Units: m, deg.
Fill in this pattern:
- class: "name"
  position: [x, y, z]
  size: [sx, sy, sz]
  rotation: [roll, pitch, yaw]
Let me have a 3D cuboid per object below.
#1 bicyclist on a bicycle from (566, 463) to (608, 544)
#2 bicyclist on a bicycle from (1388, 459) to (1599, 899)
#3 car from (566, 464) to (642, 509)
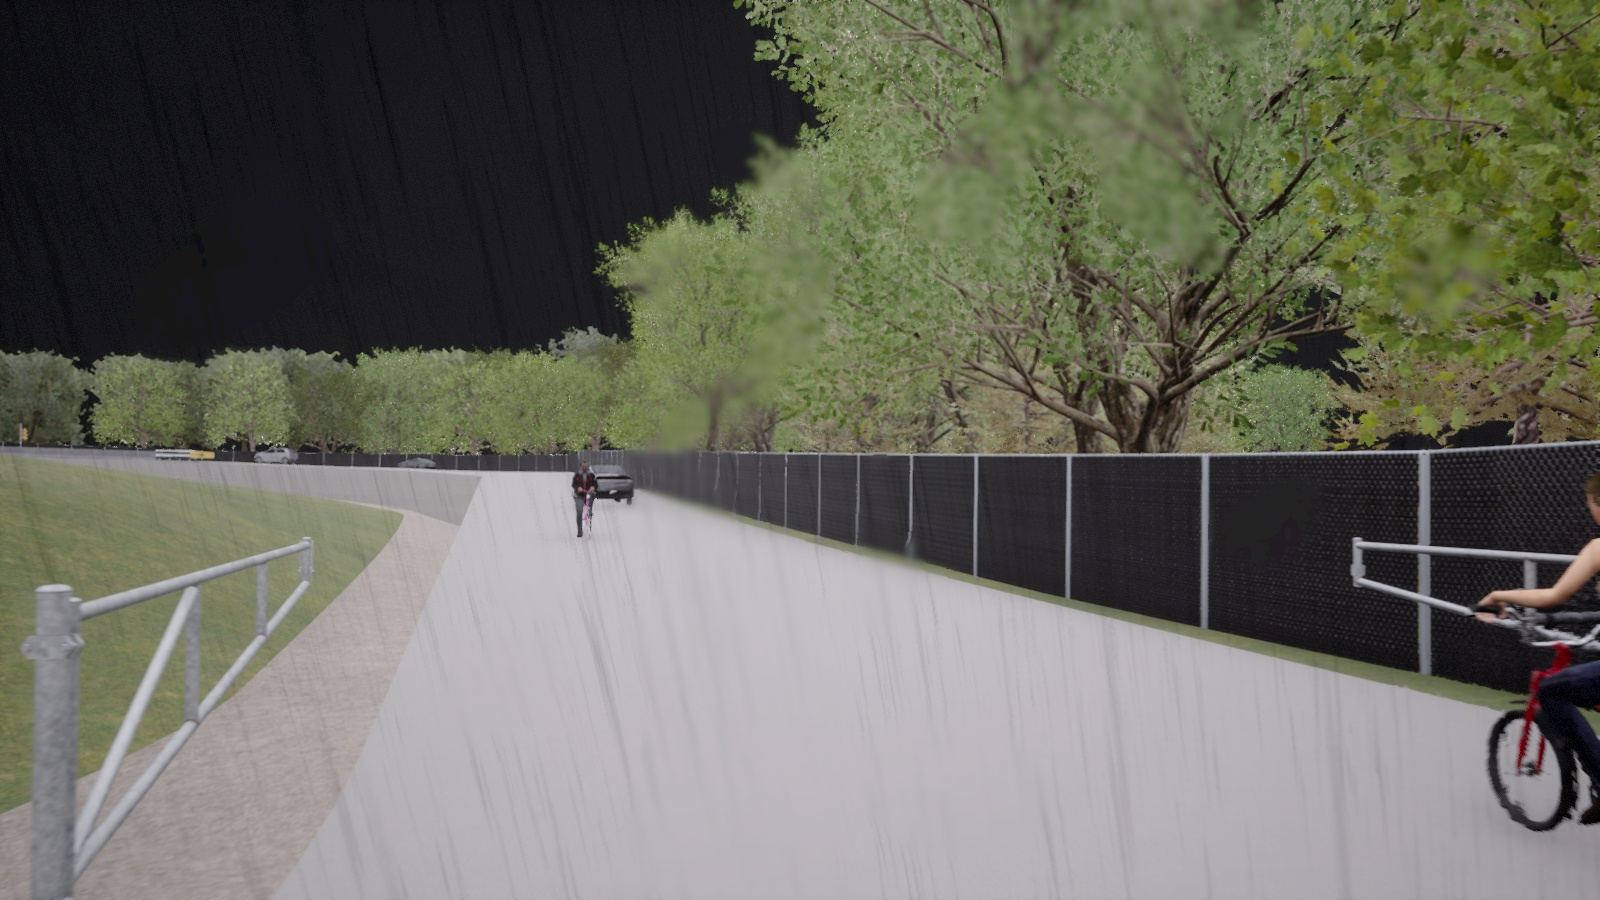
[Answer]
- class: "bicyclist on a bicycle"
  position: [-4.813, 1.177, 28.311]
  size: [0.659, 1.776, 1.843]
  rotation: [0, -1, -18]
- class: "bicyclist on a bicycle"
  position: [3.265, 0.848, 5.158]
  size: [0.866, 1.612, 1.509]
  rotation: [0, -1, -5]
- class: "car"
  position: [-7.453, 1.334, 47.452]
  size: [2.128, 1.511, 4.902]
  rotation: [0, 0, -17]
